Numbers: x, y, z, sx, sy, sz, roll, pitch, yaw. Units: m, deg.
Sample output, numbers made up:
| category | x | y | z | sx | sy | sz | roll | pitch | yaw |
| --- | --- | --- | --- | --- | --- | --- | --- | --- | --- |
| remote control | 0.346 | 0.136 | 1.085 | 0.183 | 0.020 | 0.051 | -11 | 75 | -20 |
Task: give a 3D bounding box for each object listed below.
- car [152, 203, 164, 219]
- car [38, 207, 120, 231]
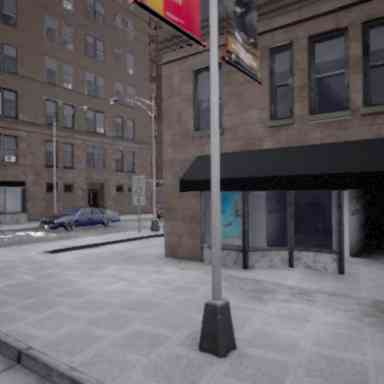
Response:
| category | x | y | z | sx | sy | sz | roll | pitch | yaw |
| --- | --- | --- | --- | --- | --- | --- | --- | --- | --- |
| car | -1.110 | 1.371 | 29.950 | 2.150 | 2.045 | 5.566 | -1 | -1 | 36 |
| car | -7.080 | 1.657 | 21.603 | 2.033 | 1.411 | 5.357 | -1 | -1 | 32 |
